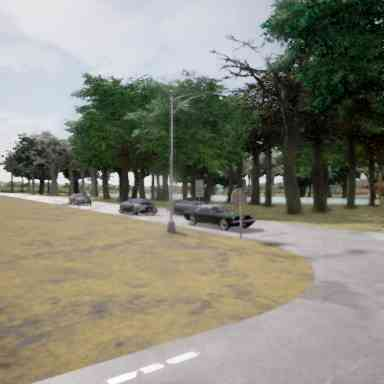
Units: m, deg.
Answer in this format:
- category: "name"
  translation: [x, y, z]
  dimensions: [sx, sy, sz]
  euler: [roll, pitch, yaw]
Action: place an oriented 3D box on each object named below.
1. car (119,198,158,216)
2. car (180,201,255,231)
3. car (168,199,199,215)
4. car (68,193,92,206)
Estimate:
- category: "car"
  translation: [-4.653, 1.238, 28.618]
  dimensions: [1.994, 1.385, 4.181]
  euler: [-1, 2, -37]
- category: "car"
  translation: [1.538, 1.458, 20.087]
  dimensions: [1.895, 1.301, 4.718]
  euler: [-1, 2, -37]
- category: "car"
  translation: [-0.306, 1.269, 27.150]
  dimensions: [1.994, 1.385, 4.181]
  euler: [-1, 1, -33]
- category: "car"
  translation: [-14.057, 0.929, 41.719]
  dimensions: [1.837, 1.490, 4.892]
  euler: [-1, 1, -35]
